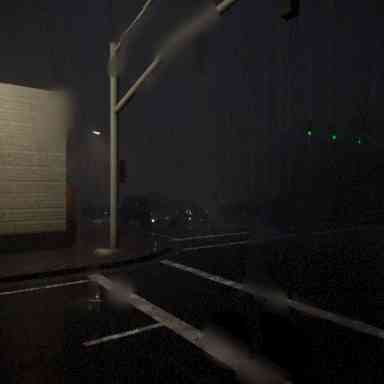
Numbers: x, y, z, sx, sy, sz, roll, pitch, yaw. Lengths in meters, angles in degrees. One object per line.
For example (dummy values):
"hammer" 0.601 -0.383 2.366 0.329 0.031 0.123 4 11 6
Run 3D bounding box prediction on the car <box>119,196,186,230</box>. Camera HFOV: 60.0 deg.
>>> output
"car" -3.040 1.277 22.372 2.150 2.045 5.566 0 0 -36

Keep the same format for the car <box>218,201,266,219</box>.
"car" 4.460 1.533 30.282 1.882 1.535 5.008 0 0 -36

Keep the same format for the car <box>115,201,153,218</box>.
"car" -5.687 1.619 32.115 1.994 1.385 4.181 0 0 -35

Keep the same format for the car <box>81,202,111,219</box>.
"car" -8.502 1.619 30.041 1.994 1.385 4.181 0 0 -35

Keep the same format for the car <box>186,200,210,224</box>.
"car" -0.671 1.407 25.084 2.097 1.767 4.553 0 0 -35
